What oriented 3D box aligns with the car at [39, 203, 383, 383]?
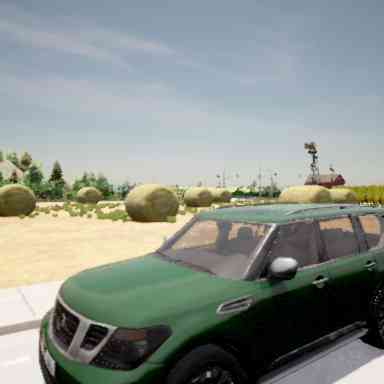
[{"bbox_3d":[0.941,1.211,4.673,5.566,2.045,2.150,0,0,-36],"label":"car"}]
